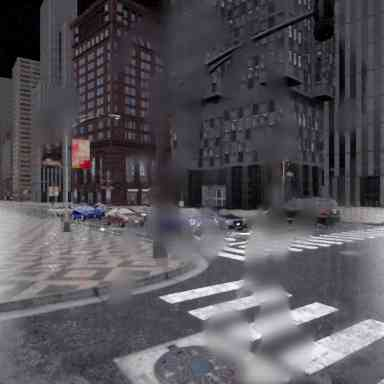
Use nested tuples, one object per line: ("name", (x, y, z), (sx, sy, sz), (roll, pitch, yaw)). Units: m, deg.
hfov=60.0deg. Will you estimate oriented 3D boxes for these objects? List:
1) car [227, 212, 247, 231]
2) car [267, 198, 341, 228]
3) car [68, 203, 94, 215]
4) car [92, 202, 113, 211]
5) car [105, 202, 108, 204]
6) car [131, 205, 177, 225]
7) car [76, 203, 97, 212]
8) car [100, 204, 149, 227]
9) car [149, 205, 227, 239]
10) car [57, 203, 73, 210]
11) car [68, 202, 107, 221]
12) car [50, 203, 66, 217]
("car", (1.708, 1.869, 22.324), (1.994, 1.385, 4.181), (0, -1, -36))
("car", (8.093, 1.487, 24.467), (2.150, 2.045, 5.566), (0, -1, -33))
("car", (-15.571, 2.360, 46.489), (2.128, 1.511, 4.902), (0, -1, -35))
("car", (-15.734, 2.521, 58.110), (1.882, 1.535, 5.008), (0, -1, -35))
("car", (-9.535, 2.161, 37.996), (2.128, 1.511, 4.902), (0, -1, -36))
("car", (-3.472, 1.977, 29.542), (1.837, 1.490, 4.892), (0, -1, -35))
("car", (-17.564, 2.526, 55.083), (1.837, 1.490, 4.892), (0, -1, -36))
("car", (-5.516, 1.982, 26.820), (1.812, 1.442, 4.674), (0, -1, -36))
("car", (-0.365, 1.642, 19.606), (2.097, 1.767, 4.553), (0, -1, -35))
("car", (-24.968, 2.861, 65.400), (1.895, 1.301, 4.718), (0, -1, -36))
("car", (-10.911, 2.109, 34.338), (1.882, 1.535, 5.008), (0, -1, -36))
("car", (-16.680, 2.422, 42.429), (1.895, 1.301, 4.718), (0, -1, -35))
